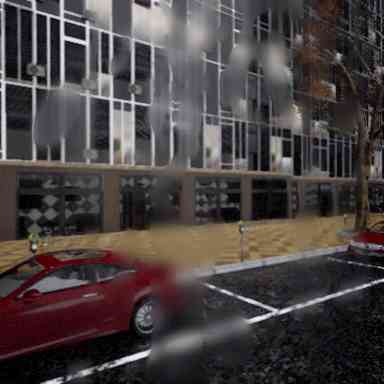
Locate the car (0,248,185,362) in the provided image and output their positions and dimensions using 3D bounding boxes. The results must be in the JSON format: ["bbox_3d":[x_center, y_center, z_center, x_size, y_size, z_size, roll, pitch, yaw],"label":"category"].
[{"bbox_3d":[-2.058,1.588,5.101,4.206,1.307,1.802,0,-1,-35],"label":"car"}]

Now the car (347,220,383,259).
[{"bbox_3d":[7.200,1.639,11.698,4.206,1.307,1.802,0,-1,-35],"label":"car"}]
